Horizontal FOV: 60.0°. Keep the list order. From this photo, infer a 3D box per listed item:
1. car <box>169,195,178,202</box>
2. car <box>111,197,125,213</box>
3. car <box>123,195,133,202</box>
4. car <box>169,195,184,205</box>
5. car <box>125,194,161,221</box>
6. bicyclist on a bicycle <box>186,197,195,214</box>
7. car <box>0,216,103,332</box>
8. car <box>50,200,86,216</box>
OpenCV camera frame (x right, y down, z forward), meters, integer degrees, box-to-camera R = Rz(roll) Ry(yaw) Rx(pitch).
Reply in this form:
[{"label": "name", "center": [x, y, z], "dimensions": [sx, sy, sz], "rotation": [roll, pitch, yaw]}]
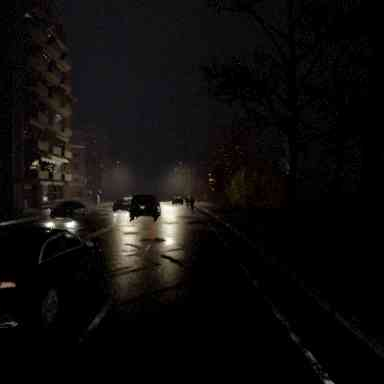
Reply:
[{"label": "car", "center": [-4.232, 1.438, 75.284], "dimensions": [1.882, 1.535, 5.008], "rotation": [0, 0, -7]}, {"label": "car", "center": [-7.704, 1.540, 37.474], "dimensions": [2.033, 1.411, 5.357], "rotation": [0, 0, -3]}, {"label": "car", "center": [-13.563, 1.424, 70.867], "dimensions": [1.812, 1.442, 4.674], "rotation": [0, 0, -6]}, {"label": "car", "center": [-2.521, 1.467, 58.008], "dimensions": [2.128, 1.511, 4.902], "rotation": [0, 0, -4]}, {"label": "car", "center": [-3.752, 1.215, 27.145], "dimensions": [2.150, 2.045, 5.566], "rotation": [0, 0, -2]}, {"label": "bicyclist on a bicycle", "center": [0.008, 1.358, 33.473], "dimensions": [0.659, 1.776, 1.843], "rotation": [0, 0, -3]}, {"label": "car", "center": [-3.220, 1.492, 6.791], "dimensions": [2.128, 1.511, 4.902], "rotation": [0, 0, -1]}, {"label": "car", "center": [-10.513, 1.476, 28.497], "dimensions": [1.882, 1.535, 5.008], "rotation": [0, 0, -3]}]
